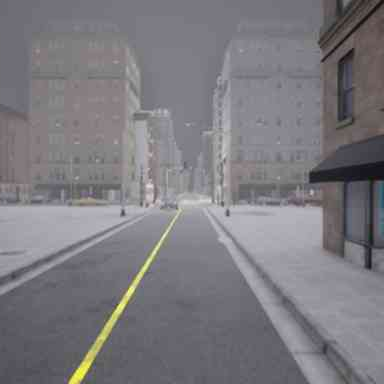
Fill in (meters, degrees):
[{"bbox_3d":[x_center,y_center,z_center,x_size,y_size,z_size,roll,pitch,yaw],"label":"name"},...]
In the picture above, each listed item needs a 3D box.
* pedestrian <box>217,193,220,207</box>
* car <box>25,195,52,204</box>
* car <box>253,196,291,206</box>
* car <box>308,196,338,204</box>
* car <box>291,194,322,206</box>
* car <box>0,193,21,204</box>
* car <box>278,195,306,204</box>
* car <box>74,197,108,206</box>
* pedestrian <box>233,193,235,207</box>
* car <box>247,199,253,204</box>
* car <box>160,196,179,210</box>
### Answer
[{"bbox_3d":[3.490,1.049,44.012,0.375,1.860,0.375,0,0,0],"label":"pedestrian"},{"bbox_3d":[-26.425,1.295,57.247,4.097,1.590,1.967,0,0,0],"label":"car"},{"bbox_3d":[11.741,1.470,49.207,4.403,1.369,2.008,0,0,0],"label":"car"},{"bbox_3d":[22.564,1.418,57.227,4.403,1.369,2.008,0,0,0],"label":"car"},{"bbox_3d":[17.150,1.235,49.203,5.009,1.841,2.192,0,0,0],"label":"car"},{"bbox_3d":[-32.087,1.169,57.248,5.009,1.841,2.192,0,0,0],"label":"car"},{"bbox_3d":[17.154,1.306,57.229,4.097,1.590,1.967,0,0,0],"label":"car"},{"bbox_3d":[-14.935,1.437,49.218,4.829,1.417,1.752,0,0,0],"label":"car"},{"bbox_3d":[5.490,1.057,43.413,0.375,1.860,0.375,0,0,0],"label":"pedestrian"},{"bbox_3d":[11.745,1.409,57.232,4.507,1.381,1.887,0,0,0],"label":"car"},{"bbox_3d":[-2.769,1.313,41.620,2.097,1.767,4.553,0,0,0],"label":"car"}]
